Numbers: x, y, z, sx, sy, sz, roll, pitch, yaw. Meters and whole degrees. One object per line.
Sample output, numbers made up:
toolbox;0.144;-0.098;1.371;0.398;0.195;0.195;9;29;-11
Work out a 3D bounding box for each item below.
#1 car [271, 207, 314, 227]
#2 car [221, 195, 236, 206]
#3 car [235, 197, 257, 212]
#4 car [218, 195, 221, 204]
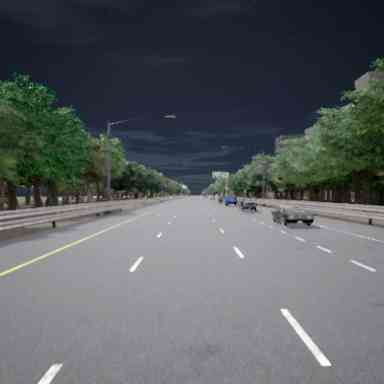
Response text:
car;7.033;1.694;23.835;1.895;1.301;4.718;0;0;0
car;7.217;1.609;62.099;2.150;2.045;5.566;0;0;0
car;7.105;1.738;42.864;1.837;1.490;4.892;0;0;0
car;7.352;1.748;79.216;2.150;2.045;5.566;0;0;1
